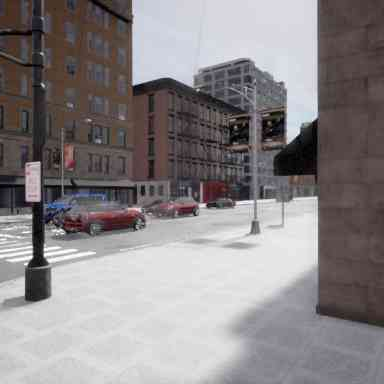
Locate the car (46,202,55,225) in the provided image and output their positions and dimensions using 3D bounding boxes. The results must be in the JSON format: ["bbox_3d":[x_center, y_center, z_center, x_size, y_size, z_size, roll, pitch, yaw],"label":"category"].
[{"bbox_3d":[-6.507,1.468,21.285,1.812,1.442,4.674,0,0,37],"label":"car"}]

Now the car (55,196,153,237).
[{"bbox_3d":[-4.584,1.294,18.023,2.097,1.767,4.553,0,0,35],"label":"car"}]

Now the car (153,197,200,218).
[{"bbox_3d":[-1.290,1.256,28.678,2.097,1.767,4.553,0,0,35],"label":"car"}]

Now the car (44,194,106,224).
[{"bbox_3d":[-8.507,1.166,24.091,2.150,2.045,5.566,0,0,35],"label":"car"}]

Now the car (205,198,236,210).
[{"bbox_3d":[3.592,1.456,41.229,1.895,1.301,4.718,0,0,35],"label":"car"}]

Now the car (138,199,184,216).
[{"bbox_3d":[-2.899,1.429,32.041,1.812,1.442,4.674,0,0,35],"label":"car"}]
